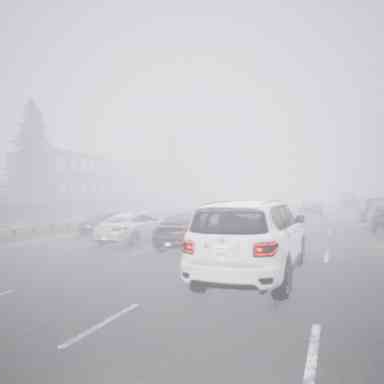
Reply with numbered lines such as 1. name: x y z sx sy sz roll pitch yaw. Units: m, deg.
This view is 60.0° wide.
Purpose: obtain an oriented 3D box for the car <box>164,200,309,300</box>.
1. car: 1.620 1.229 8.726 2.150 2.045 5.566 -2 0 23

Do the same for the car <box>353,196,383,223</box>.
1. car: 12.600 1.122 22.914 2.097 1.767 4.553 -2 0 23

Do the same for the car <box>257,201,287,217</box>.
1. car: 7.637 1.573 31.433 1.895 1.301 4.718 -2 0 23

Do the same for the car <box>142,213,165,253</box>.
1. car: 0.093 1.591 13.992 1.837 1.490 4.892 -2 0 23

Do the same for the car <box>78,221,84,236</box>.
1. car: -4.876 1.836 20.127 1.994 1.385 4.181 -2 0 23

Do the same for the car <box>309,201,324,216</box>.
1. car: 10.846 1.469 30.046 1.895 1.301 4.718 -2 0 23

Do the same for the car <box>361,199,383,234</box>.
1. car: 10.237 1.312 17.433 1.837 1.490 4.892 -2 0 23

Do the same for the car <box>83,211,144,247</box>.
1. car: -2.811 1.711 16.122 1.812 1.442 4.674 -2 0 23

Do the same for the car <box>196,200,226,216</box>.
1. car: 2.176 1.692 36.445 1.812 1.442 4.674 -2 0 23

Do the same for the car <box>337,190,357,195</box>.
1. car: 24.161 0.835 52.312 2.150 2.045 5.566 -2 0 23

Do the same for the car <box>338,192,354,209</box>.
1. car: 18.714 1.173 39.676 1.882 1.535 5.008 -2 -1 24

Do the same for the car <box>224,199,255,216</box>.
1. car: 4.923 1.574 33.985 1.837 1.490 4.892 -2 0 23
